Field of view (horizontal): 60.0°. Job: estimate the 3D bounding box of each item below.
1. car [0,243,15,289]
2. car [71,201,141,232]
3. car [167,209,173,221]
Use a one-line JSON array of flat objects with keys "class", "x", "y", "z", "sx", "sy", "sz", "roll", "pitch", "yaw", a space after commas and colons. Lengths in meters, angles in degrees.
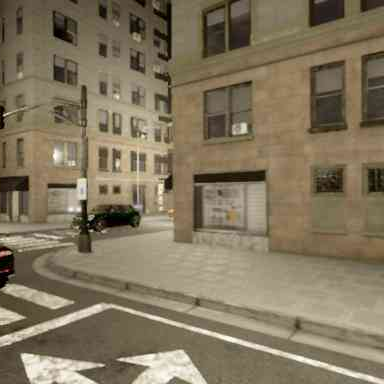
[{"class": "car", "x": -6.200, "y": 1.554, "z": 8.053, "sx": 4.902, "sy": 1.511, "sz": 2.128, "roll": 0, "pitch": 0, "yaw": 35}, {"class": "car", "x": -5.507, "y": 1.517, "z": 21.540, "sx": 2.097, "sy": 1.767, "sz": 4.553, "roll": -1, "pitch": -1, "yaw": 36}, {"class": "car", "x": -0.110, "y": 1.676, "z": 29.031, "sx": 1.882, "sy": 1.535, "sz": 5.008, "roll": -1, "pitch": -1, "yaw": 36}]
